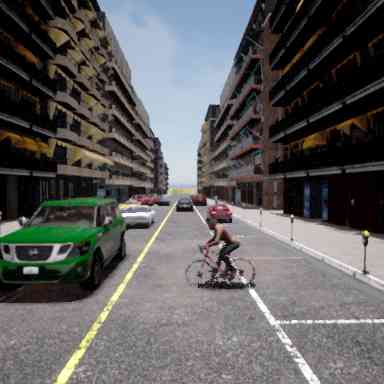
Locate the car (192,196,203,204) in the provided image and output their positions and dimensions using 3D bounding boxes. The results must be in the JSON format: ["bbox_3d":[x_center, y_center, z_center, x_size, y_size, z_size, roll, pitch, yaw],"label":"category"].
[{"bbox_3d":[1.051,1.504,64.957,1.947,1.339,4.313,-1,0,-1],"label":"car"}]

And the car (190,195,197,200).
[{"bbox_3d":[0.371,1.456,93.270,1.947,1.339,4.313,-1,0,-1],"label":"car"}]

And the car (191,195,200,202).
[{"bbox_3d":[0.771,1.486,76.282,1.947,1.339,4.313,-1,0,-1],"label":"car"}]

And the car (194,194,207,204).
[{"bbox_3d":[1.332,1.268,53.630,2.192,1.841,5.009,-1,0,-1],"label":"car"}]

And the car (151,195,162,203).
[{"bbox_3d":[-7.435,1.474,70.349,1.887,1.381,4.507,-1,0,-1],"label":"car"}]

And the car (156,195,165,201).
[{"bbox_3d":[-7.721,1.476,81.677,1.947,1.339,4.313,-1,0,-1],"label":"car"}]

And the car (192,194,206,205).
[{"bbox_3d":[1.189,1.261,59.294,2.192,1.841,5.009,-1,0,-1],"label":"car"}]

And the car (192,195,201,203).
[{"bbox_3d":[0.908,1.474,70.620,1.887,1.381,4.507,-1,0,-1],"label":"car"}]

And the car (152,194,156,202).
[{"bbox_3d":[-7.007,1.498,53.362,1.887,1.381,4.507,-1,0,-1],"label":"car"}]

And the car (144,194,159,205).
[{"bbox_3d":[-7.153,1.261,59.023,2.192,1.841,5.009,-1,0,-1],"label":"car"}]

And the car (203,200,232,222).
[{"bbox_3d":[2.051,1.564,25.319,1.802,1.307,4.206,-1,0,-1],"label":"car"}]

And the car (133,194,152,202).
[{"bbox_3d":[-6.725,1.281,42.035,2.192,1.841,5.009,-1,0,-1],"label":"car"}]

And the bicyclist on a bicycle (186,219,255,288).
[{"bbox_3d":[0.654,1.447,7.820,1.656,1.620,0.582,-2,0,-1],"label":"bicyclist on a bicycle"}]

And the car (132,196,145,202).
[{"bbox_3d":[-6.575,1.497,36.202,1.752,1.417,4.829,-1,0,-1],"label":"car"}]

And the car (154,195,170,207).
[{"bbox_3d":[-4.350,1.556,51.444,1.895,1.301,4.718,0,0,-1],"label":"car"}]

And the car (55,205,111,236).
[{"bbox_3d":[-6.149,1.532,19.385,1.887,1.381,4.507,-1,0,-1],"label":"car"}]

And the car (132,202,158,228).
[{"bbox_3d":[-3.606,1.585,22.131,1.895,1.301,4.718,0,0,-1],"label":"car"}]

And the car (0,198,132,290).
[{"bbox_3d":[-3.295,1.215,9.428,2.150,2.045,5.566,0,0,-1],"label":"car"}]

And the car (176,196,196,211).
[{"bbox_3d":[-0.855,1.532,39.523,1.994,1.385,4.181,0,0,-1],"label":"car"}]
